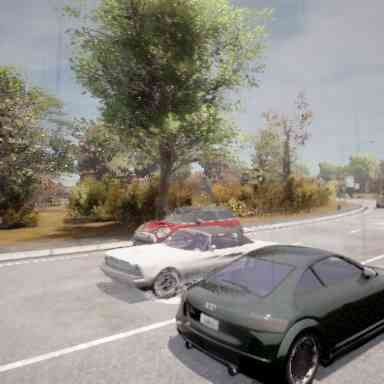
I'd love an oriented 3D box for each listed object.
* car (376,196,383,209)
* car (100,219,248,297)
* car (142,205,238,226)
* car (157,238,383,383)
[{"bbox_3d":[26.202,1.351,44.984,2.097,1.767,4.553,0,0,29],"label":"car"},{"bbox_3d":[0.113,1.619,8.668,4.718,1.301,1.895,0,0,-39],"label":"car"},{"bbox_3d":[-0.040,1.378,13.122,4.553,1.767,2.097,0,0,-40],"label":"car"},{"bbox_3d":[1.793,1.572,5.351,4.181,1.385,1.994,0,0,-38],"label":"car"}]
